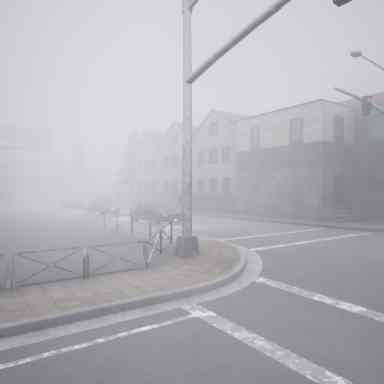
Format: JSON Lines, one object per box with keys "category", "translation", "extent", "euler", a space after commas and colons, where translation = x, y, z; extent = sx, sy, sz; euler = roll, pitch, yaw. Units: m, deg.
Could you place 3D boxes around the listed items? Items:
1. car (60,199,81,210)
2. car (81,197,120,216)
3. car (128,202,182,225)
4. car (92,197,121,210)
{"category": "car", "translation": [-14.109, 1.425, 39.269], "extent": [1.895, 1.301, 4.718], "euler": [0, 0, -35]}
{"category": "car", "translation": [-8.291, 1.315, 30.995], "extent": [2.128, 1.511, 4.902], "euler": [0, 0, -35]}
{"category": "car", "translation": [-2.549, 1.371, 22.874], "extent": [2.033, 1.411, 5.357], "euler": [0, 0, -35]}
{"category": "car", "translation": [-10.476, 1.329, 40.454], "extent": [1.837, 1.490, 4.892], "euler": [0, 0, -35]}
